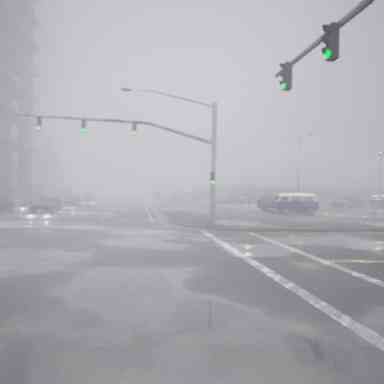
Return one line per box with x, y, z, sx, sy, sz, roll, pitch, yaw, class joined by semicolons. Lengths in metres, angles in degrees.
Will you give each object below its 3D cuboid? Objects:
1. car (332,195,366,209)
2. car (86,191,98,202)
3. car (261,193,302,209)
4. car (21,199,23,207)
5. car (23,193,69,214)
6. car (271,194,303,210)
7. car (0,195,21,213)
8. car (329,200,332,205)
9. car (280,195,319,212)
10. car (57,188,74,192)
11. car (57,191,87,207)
27.263;1.484;57.180;4.605;1.855;1.932;1;0;-9;car
-16.889;0.649;54.912;2.097;1.767;4.553;1;0;-9;car
13.254;1.214;49.348;4.605;1.855;1.932;1;0;-9;car
-17.624;0.927;37.595;2.033;1.411;5.357;1;0;-9;car
-12.745;1.082;29.492;2.033;1.411;5.357;1;0;-9;car
13.717;1.450;46.706;3.905;1.438;1.784;1;0;-9;car
-15.811;0.960;26.575;1.882;1.535;5.008;1;0;-9;car
26.870;1.670;60.052;3.905;1.438;1.784;1;0;-9;car
14.166;1.508;43.847;3.806;1.475;1.970;1;0;-9;car
-20.168;0.457;53.278;2.150;2.045;5.566;1;0;-9;car
-14.533;0.981;40.337;2.033;1.411;5.357;1;0;-9;car
